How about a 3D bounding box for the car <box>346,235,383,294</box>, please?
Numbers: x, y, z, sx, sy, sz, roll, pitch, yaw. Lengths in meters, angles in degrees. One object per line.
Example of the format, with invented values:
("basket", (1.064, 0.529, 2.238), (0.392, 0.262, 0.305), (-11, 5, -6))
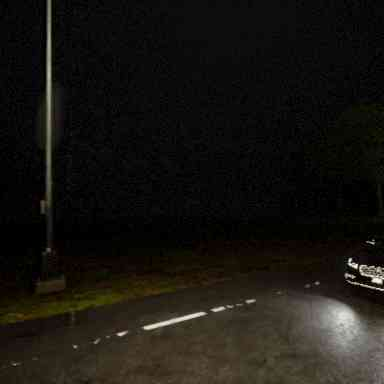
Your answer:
("car", (5.643, 1.518, 7.944), (4.892, 1.490, 1.837), (1, 0, -35))
